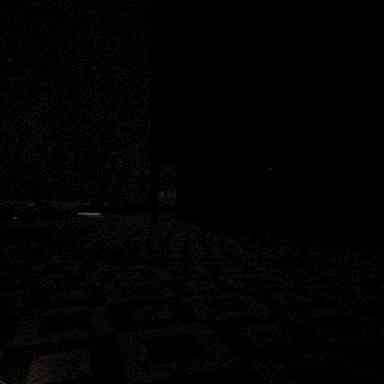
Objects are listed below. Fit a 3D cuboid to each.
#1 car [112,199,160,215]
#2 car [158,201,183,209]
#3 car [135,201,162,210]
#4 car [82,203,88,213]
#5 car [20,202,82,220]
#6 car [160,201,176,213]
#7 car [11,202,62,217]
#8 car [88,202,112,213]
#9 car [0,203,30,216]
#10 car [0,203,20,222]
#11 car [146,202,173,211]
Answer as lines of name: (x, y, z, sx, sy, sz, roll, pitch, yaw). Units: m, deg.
car: (-6.640, 1.791, 40.006, 2.192, 1.841, 5.009, -1, -2, 35)
car: (-3.747, 2.305, 58.739, 2.008, 1.369, 4.403, -1, -2, 35)
car: (-7.024, 2.210, 54.144, 2.008, 1.369, 4.403, -1, -2, 35)
car: (-13.576, 2.016, 44.955, 1.887, 1.381, 4.507, -1, -2, 35)
car: (-13.094, 1.824, 30.948, 1.752, 1.417, 4.829, -1, -2, 35)
car: (-3.363, 2.114, 44.595, 1.887, 1.381, 4.507, -1, -2, 35)
car: (-16.714, 1.852, 35.949, 1.812, 1.442, 4.674, 0, -1, 36)
car: (-10.929, 2.012, 44.045, 1.812, 1.442, 4.674, 0, -1, 35)
car: (-20.128, 1.842, 35.765, 2.008, 1.369, 4.403, -1, -1, 35)
car: (-16.468, 1.774, 26.214, 1.947, 1.339, 4.313, -1, -2, 35)
car: (-5.071, 2.217, 52.198, 1.994, 1.385, 4.181, 0, -1, 37)
